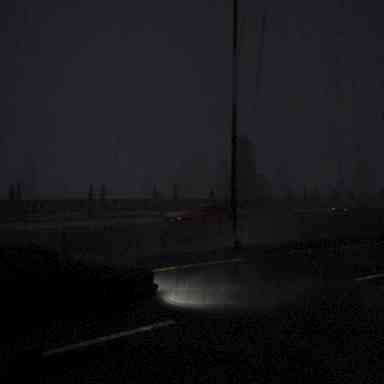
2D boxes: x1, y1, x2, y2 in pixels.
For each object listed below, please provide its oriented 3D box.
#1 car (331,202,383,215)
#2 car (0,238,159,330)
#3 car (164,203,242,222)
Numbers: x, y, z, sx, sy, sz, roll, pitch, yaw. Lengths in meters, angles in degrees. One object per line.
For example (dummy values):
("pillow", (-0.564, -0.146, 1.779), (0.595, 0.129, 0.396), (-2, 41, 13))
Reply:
("car", (15.229, 1.622, 30.472), (4.718, 1.301, 1.895), (0, 0, -18))
("car", (-3.284, 1.526, 5.619), (5.357, 1.411, 2.033), (0, 0, -34))
("car", (0.709, 1.446, 20.426), (5.008, 1.535, 1.882), (0, 0, -27))
